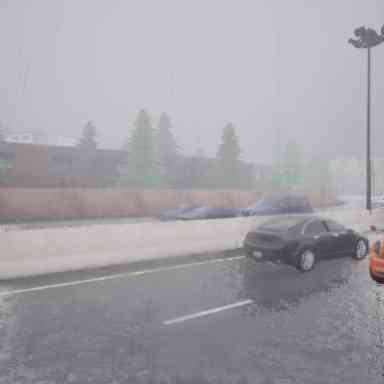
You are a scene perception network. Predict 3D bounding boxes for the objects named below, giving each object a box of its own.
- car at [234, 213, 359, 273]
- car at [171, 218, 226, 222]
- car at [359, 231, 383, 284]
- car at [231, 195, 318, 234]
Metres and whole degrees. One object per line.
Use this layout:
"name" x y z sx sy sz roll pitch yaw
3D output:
"car" 3.827 1.517 10.774 4.892 1.490 1.837 0 0 -35
"car" 1.308 1.566 22.118 5.357 1.411 2.033 0 0 -35
"car" 6.503 1.366 8.384 4.553 1.767 2.097 0 0 -35
"car" 5.209 1.244 20.609 5.566 2.045 2.150 0 0 -36
